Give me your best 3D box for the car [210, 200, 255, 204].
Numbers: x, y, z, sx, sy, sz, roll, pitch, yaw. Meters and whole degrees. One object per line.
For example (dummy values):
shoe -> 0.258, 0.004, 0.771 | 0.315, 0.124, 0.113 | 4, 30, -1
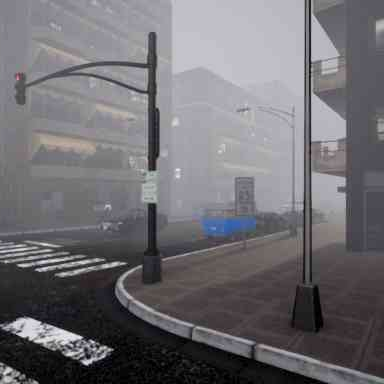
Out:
car -> 4.404, 1.806, 32.094 | 2.150, 2.045, 5.566 | 0, -1, 36

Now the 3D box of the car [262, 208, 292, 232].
car -> 5.275, 2.035, 23.416 | 1.947, 1.339, 4.313 | -1, -2, 35

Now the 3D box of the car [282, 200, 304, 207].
car -> 14.106, 2.129, 45.625 | 2.150, 2.045, 5.566 | 0, -1, 36

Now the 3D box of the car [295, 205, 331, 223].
car -> 11.697, 2.233, 32.443 | 2.008, 1.369, 4.403 | -1, -2, 35

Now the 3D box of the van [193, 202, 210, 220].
van -> 1.653, 1.903, 32.731 | 1.690, 1.788, 3.998 | -1, -2, 35

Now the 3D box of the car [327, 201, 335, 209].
car -> 27.342, 2.728, 68.840 | 2.192, 1.841, 5.009 | -1, -2, 35

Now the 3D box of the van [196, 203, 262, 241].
van -> 2.200, 1.703, 18.809 | 1.690, 1.788, 3.998 | -1, -2, 35

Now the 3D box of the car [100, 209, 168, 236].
car -> -3.520, 1.815, 20.963 | 2.128, 1.511, 4.902 | 0, -1, 35

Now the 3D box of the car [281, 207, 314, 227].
car -> 8.485, 2.157, 27.929 | 1.802, 1.307, 4.206 | -1, -2, 35

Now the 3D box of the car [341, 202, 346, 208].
car -> 40.091, 3.375, 86.754 | 1.752, 1.417, 4.829 | -1, -2, 35

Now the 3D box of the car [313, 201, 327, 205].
car -> 24.131, 2.889, 64.320 | 1.802, 1.307, 4.206 | -1, -2, 35
